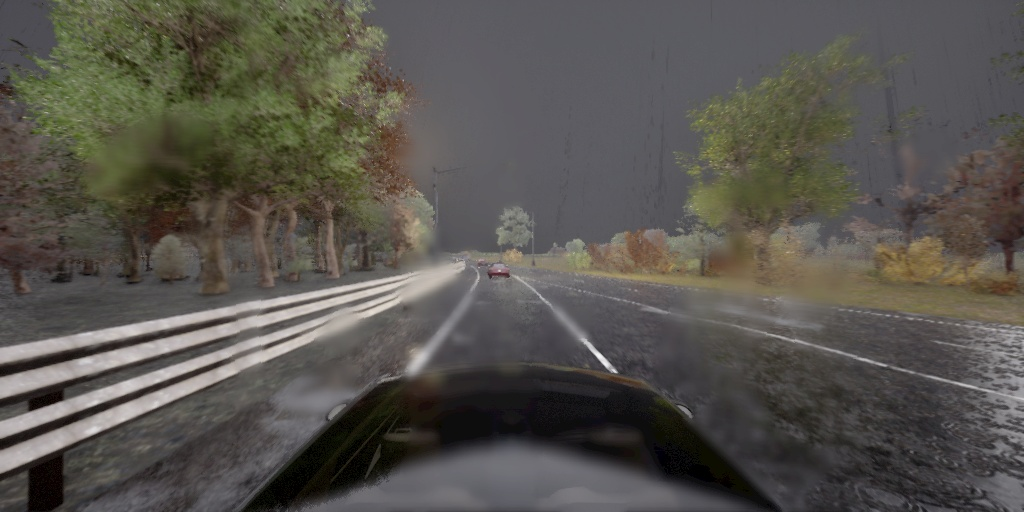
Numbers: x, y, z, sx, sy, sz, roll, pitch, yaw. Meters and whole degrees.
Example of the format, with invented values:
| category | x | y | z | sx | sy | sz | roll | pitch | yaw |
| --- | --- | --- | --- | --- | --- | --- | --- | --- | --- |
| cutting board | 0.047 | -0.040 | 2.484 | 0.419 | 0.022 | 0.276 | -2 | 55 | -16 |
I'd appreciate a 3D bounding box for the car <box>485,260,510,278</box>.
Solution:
| category | x | y | z | sx | sy | sz | roll | pitch | yaw |
| --- | --- | --- | --- | --- | --- | --- | --- | --- | --- |
| car | -1.337 | 1.304 | 34.568 | 1.994 | 1.385 | 4.181 | 0 | 0 | -5 |
